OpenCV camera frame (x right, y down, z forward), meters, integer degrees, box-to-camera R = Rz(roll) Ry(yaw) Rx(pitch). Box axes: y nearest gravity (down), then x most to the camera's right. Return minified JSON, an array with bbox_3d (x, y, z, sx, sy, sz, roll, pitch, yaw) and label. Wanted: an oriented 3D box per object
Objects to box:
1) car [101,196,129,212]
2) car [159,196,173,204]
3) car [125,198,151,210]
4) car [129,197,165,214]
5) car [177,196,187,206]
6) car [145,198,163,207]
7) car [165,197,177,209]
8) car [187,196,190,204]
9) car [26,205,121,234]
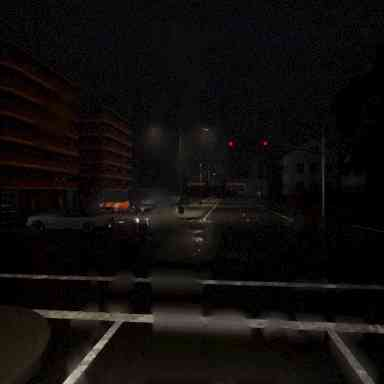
[{"bbox_3d":[-8.084,1.352,34.968,2.097,1.767,4.553,0,0,6],"label":"car"},{"bbox_3d":[-5.025,1.564,63.890,1.994,1.385,4.181,0,0,6],"label":"car"},{"bbox_3d":[-7.094,1.545,44.386,2.033,1.411,5.357,0,0,6],"label":"car"},{"bbox_3d":[-4.570,1.491,34.895,2.128,1.511,4.902,0,0,6],"label":"car"},{"bbox_3d":[-2.652,1.491,53.149,2.128,1.511,4.902,0,0,6],"label":"car"},{"bbox_3d":[-6.092,1.601,53.916,1.895,1.301,4.718,0,0,6],"label":"car"},{"bbox_3d":[-3.608,1.601,44.104,1.895,1.301,4.718,0,0,6],"label":"car"},{"bbox_3d":[-1.594,1.505,63.051,1.837,1.490,4.892,0,0,7],"label":"car"},{"bbox_3d":[-6.802,1.601,18.920,4.718,1.301,1.895,0,0,7],"label":"car"}]
